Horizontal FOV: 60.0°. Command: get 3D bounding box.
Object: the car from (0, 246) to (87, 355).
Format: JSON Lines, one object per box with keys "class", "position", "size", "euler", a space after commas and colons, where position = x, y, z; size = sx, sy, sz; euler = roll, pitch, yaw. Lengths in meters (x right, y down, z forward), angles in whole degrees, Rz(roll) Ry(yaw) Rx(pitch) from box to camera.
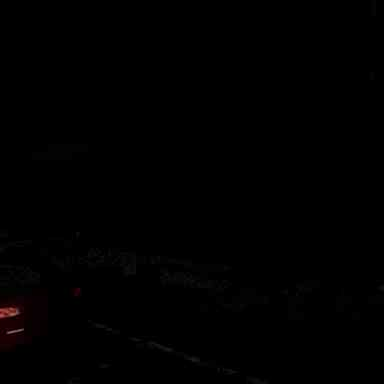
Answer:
{"class": "car", "position": [-3.502, 1.581, 5.556], "size": [4.206, 1.307, 1.802], "euler": [0, 0, 35]}
